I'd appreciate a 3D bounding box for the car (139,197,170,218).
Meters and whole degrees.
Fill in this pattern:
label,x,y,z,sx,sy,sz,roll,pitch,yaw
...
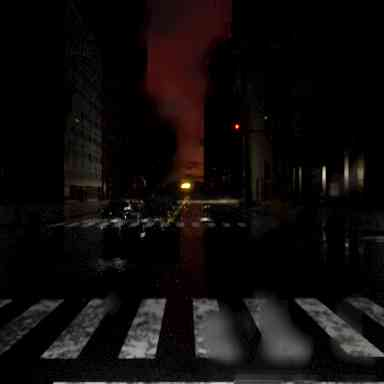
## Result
label,x,y,z,sx,sy,sz,roll,pitch,yaw
car,-3.376,1.479,30.931,1.882,1.535,5.008,0,0,0

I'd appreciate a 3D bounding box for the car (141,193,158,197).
label,x,y,z,sx,sy,sz,roll,pitch,yaw
car,-6.640,1.222,49.646,2.150,2.045,5.566,0,0,0

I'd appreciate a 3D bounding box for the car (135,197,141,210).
label,x,y,z,sx,sy,sz,roll,pitch,yaw
car,-6.637,1.604,38.904,1.895,1.301,4.718,0,0,0

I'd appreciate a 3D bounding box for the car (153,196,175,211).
label,x,y,z,sx,sy,sz,roll,pitch,yaw
car,-3.392,1.529,40.212,1.812,1.442,4.674,0,0,0

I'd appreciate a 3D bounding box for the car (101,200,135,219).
label,x,y,z,sx,sy,sz,roll,pitch,yaw
car,-6.642,1.507,29.641,1.837,1.490,4.892,0,0,1

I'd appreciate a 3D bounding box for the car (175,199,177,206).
label,x,y,z,sx,sy,sz,roll,pitch,yaw
car,-3.385,1.569,53.284,1.994,1.385,4.181,0,0,0
